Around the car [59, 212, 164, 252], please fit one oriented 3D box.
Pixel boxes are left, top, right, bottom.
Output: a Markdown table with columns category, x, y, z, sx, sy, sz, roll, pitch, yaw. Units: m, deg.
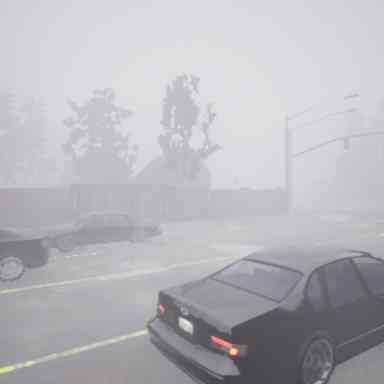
| category | x | y | z | sx | sy | sz | roll | pitch | yaw |
| --- | --- | --- | --- | --- | --- | --- | --- | --- | --- |
| car | -3.868 | 1.557 | 14.131 | 5.357 | 1.411 | 2.033 | 0 | 0 | -35 |

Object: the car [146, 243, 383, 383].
| category | x | y | z | sx | sy | sz | roll | pitch | yaw |
| --- | --- | --- | --- | --- | --- | --- | --- | --- | --- |
| car | 2.001 | 1.556 | 5.183 | 5.357 | 1.411 | 2.033 | 0 | 0 | -34 |

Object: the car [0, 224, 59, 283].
| category | x | y | z | sx | sy | sz | roll | pitch | yaw |
| --- | --- | --- | --- | --- | --- | --- | --- | --- | --- |
| car | -6.204 | 1.477 | 8.165 | 5.008 | 1.535 | 1.882 | 0 | 0 | -35 |
